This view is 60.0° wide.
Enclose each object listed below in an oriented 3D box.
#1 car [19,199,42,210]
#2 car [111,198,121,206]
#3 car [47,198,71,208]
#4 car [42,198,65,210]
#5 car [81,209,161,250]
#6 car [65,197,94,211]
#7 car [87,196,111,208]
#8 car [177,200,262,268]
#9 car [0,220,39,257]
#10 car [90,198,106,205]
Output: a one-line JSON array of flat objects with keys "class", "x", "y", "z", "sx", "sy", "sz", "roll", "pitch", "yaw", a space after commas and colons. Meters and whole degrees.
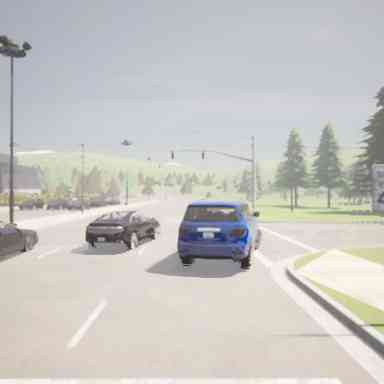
[{"class": "car", "x": -22.668, "y": 1.785, "z": 47.387, "sx": 1.837, "sy": 1.490, "sz": 4.892, "roll": 0, "pitch": 0, "yaw": 1}, {"class": "car", "x": -15.408, "y": 1.947, "z": 65.803, "sx": 1.994, "sy": 1.385, "sz": 4.181, "roll": 0, "pitch": 0, "yaw": 1}, {"class": "car", "x": -22.522, "y": 1.824, "z": 56.519, "sx": 2.128, "sy": 1.511, "sz": 4.902, "roll": 0, "pitch": 0, "yaw": 1}, {"class": "car", "x": -19.168, "y": 1.786, "z": 47.859, "sx": 1.837, "sy": 1.490, "sz": 4.892, "roll": 0, "pitch": 0, "yaw": 1}, {"class": "car", "x": -2.871, "y": 1.579, "z": 14.928, "sx": 2.128, "sy": 1.511, "sz": 4.902, "roll": -1, "pitch": 0, "yaw": 13}, {"class": "car", "x": -15.696, "y": 1.799, "z": 46.632, "sx": 1.812, "sy": 1.442, "sz": 4.674, "roll": 0, "pitch": 0, "yaw": 1}, {"class": "car", "x": -15.531, "y": 1.803, "z": 55.715, "sx": 1.882, "sy": 1.535, "sz": 5.008, "roll": 0, "pitch": 0, "yaw": 1}, {"class": "car", "x": 1.145, "y": 1.293, "z": 11.829, "sx": 2.150, "sy": 2.045, "sz": 5.566, "roll": -1, "pitch": 0, "yaw": 15}, {"class": "car", "x": -7.091, "y": 1.614, "z": 11.081, "sx": 2.033, "sy": 1.411, "sz": 5.357, "roll": 0, "pitch": 0, "yaw": -1}, {"class": "car", "x": -18.892, "y": 1.945, "z": 67.099, "sx": 1.994, "sy": 1.385, "sz": 4.181, "roll": 0, "pitch": 0, "yaw": 1}]
